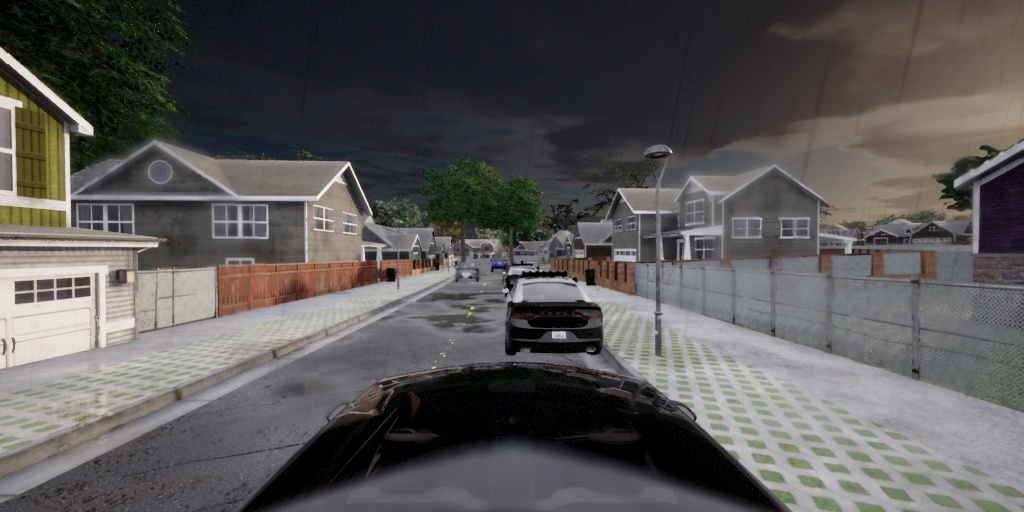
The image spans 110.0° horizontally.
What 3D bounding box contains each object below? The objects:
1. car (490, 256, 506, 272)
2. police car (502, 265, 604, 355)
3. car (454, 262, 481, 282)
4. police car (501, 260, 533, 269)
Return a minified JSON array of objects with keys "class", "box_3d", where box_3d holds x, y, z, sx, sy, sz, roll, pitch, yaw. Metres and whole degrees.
[{"class":"car","box_3d":[-1.672,1.055,47.443,2.150,2.045,5.566,0,0,-3]},{"class":"police car","box_3d":[0.783,1.176,8.832,1.930,1.638,5.238,0,0,-1]},{"class":"car","box_3d":[-3.515,1.280,28.957,2.128,1.511,4.902,0,0,-3]},{"class":"police car","box_3d":[0.536,1.187,18.877,1.930,1.638,5.238,0,0,-2]}]
